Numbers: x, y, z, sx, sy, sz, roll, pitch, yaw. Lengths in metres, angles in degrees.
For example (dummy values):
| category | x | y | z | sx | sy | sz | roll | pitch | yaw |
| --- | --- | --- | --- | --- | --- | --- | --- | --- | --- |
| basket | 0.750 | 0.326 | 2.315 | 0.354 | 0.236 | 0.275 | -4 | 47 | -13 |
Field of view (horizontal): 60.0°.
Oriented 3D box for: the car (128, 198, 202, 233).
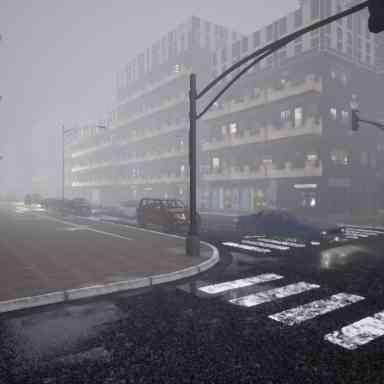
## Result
| category | x | y | z | sx | sy | sz | roll | pitch | yaw |
| --- | --- | --- | --- | --- | --- | --- | --- | --- | --- |
| car | -1.534 | 1.264 | 19.680 | 2.192 | 1.841 | 5.009 | 0 | 0 | -36 |

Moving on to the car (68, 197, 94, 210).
| category | x | y | z | sx | sy | sz | roll | pitch | yaw |
| --- | --- | --- | --- | --- | --- | --- | --- | --- | --- |
| car | -13.763 | 1.405 | 41.075 | 1.812 | 1.442 | 4.674 | 0 | 0 | -36 |

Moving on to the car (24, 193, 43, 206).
| category | x | y | z | sx | sy | sz | roll | pitch | yaw |
| --- | --- | --- | --- | --- | --- | --- | --- | --- | --- |
| car | -24.757 | 1.162 | 51.820 | 2.192 | 1.841 | 5.009 | 0 | 0 | -36 |

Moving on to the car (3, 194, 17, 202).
| category | x | y | z | sx | sy | sz | roll | pitch | yaw |
| --- | --- | --- | --- | --- | --- | --- | --- | --- | --- |
| car | -38.027 | 1.412 | 70.186 | 1.802 | 1.307 | 4.206 | 0 | 0 | -36 |

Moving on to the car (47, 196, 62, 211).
| category | x | y | z | sx | sy | sz | roll | pitch | yaw |
| --- | --- | --- | --- | --- | --- | --- | --- | --- | --- |
| car | -14.805 | 1.451 | 38.047 | 1.947 | 1.339 | 4.313 | 0 | 0 | -36 |

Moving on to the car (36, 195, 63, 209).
| category | x | y | z | sx | sy | sz | roll | pitch | yaw |
| --- | --- | --- | --- | --- | --- | --- | --- | --- | --- |
| car | -18.123 | 1.436 | 42.639 | 1.947 | 1.339 | 4.313 | 0 | 0 | -36 |

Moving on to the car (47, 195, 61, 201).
| category | x | y | z | sx | sy | sz | roll | pitch | yaw |
| --- | --- | --- | --- | --- | --- | --- | --- | --- | --- |
| car | -31.233 | 1.379 | 75.093 | 2.008 | 1.369 | 4.403 | 0 | 0 | -36 |

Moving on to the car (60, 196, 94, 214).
| category | x | y | z | sx | sy | sz | roll | pitch | yaw |
| --- | --- | --- | --- | --- | --- | --- | --- | --- | --- |
| car | -11.487 | 1.445 | 33.454 | 1.887 | 1.381 | 4.507 | 0 | 0 | -36 |

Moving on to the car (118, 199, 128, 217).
| category | x | y | z | sx | sy | sz | roll | pitch | yaw |
| --- | --- | --- | --- | --- | --- | --- | --- | --- | --- |
| car | -4.511 | 1.523 | 28.216 | 1.895 | 1.301 | 4.718 | 0 | 0 | -36 |

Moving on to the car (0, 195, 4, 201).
| category | x | y | z | sx | sy | sz | roll | pitch | yaw |
| --- | --- | --- | --- | --- | --- | --- | --- | --- | --- |
| car | -41.345 | 1.269 | 74.777 | 1.967 | 1.590 | 4.097 | 0 | 0 | -36 |

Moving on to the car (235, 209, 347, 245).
| category | x | y | z | sx | sy | sz | roll | pitch | yaw |
| --- | --- | --- | --- | --- | --- | --- | --- | --- | --- |
| car | 4.411 | 1.523 | 15.867 | 2.033 | 1.411 | 5.357 | 0 | 0 | -36 |
